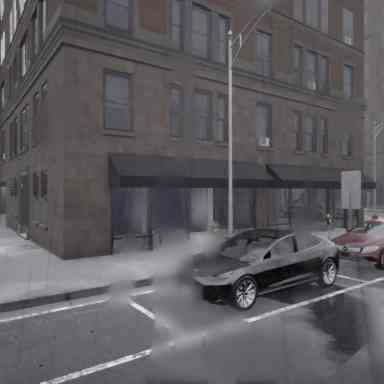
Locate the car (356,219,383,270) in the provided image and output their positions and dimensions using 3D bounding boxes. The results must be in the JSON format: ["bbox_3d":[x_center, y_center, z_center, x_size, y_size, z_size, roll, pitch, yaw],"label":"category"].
[{"bbox_3d":[6.174,1.582,10.939,4.206,1.307,1.802,0,0,-35],"label":"car"}]

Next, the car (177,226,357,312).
[{"bbox_3d":[1.695,1.566,7.744,4.313,1.339,1.947,0,0,-36],"label":"car"}]
